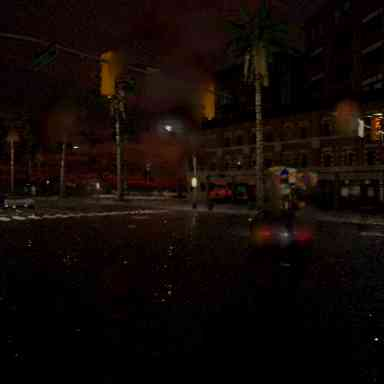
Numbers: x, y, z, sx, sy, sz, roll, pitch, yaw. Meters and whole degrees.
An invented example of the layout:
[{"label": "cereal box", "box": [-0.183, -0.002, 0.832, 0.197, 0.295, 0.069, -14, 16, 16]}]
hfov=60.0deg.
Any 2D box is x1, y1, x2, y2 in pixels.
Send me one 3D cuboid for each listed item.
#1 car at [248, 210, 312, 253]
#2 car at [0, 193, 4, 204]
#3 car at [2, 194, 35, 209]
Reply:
[{"label": "car", "box": [3.268, 1.413, 13.014, 2.033, 1.411, 5.357, 1, 1, 7]}, {"label": "car", "box": [-25.027, 0.839, 42.880, 1.882, 1.535, 5.008, 0, 1, -43]}, {"label": "car", "box": [-18.648, 1.078, 35.981, 1.895, 1.301, 4.718, 0, 1, -43]}]
